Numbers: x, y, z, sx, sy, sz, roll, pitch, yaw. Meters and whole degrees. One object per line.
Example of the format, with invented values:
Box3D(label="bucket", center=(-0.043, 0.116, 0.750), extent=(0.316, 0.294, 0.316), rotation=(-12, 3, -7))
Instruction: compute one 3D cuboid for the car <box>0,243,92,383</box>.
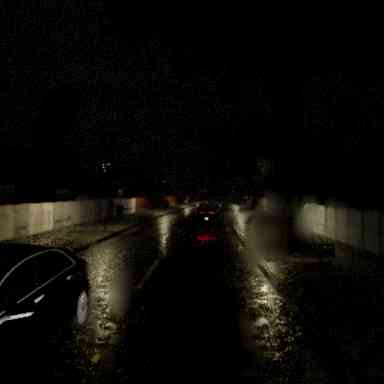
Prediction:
Box3D(label="car", center=(-2.744, 1.519, 4.159), extent=(1.837, 1.490, 4.892), rotation=(0, 0, 1))

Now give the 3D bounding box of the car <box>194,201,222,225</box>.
Box3D(label="car", center=(1.204, 1.628, 25.461), extent=(1.837, 1.490, 4.892), rotation=(0, -1, 4))
